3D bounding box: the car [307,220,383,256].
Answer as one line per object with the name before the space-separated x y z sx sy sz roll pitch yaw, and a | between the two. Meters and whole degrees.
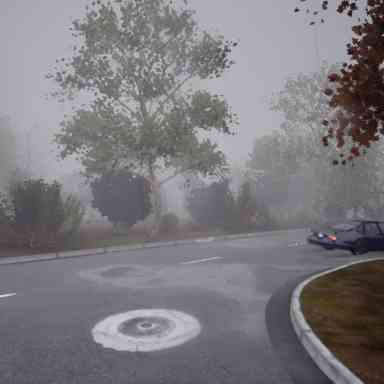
car | 7.775 1.949 14.647 5.357 1.411 2.033 2 -1 -18
